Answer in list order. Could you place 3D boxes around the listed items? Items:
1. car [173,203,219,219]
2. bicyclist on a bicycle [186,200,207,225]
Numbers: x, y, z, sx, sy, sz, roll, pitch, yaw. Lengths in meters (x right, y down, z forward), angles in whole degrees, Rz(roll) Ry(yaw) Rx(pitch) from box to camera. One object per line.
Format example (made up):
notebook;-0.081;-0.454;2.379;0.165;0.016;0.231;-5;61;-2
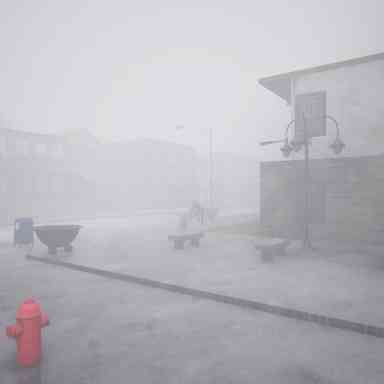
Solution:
car;0.515;1.601;29.196;1.895;1.301;4.718;0;0;35
bicyclist on a bicycle;0.285;1.340;21.633;1.656;1.620;0.582;0;0;35
